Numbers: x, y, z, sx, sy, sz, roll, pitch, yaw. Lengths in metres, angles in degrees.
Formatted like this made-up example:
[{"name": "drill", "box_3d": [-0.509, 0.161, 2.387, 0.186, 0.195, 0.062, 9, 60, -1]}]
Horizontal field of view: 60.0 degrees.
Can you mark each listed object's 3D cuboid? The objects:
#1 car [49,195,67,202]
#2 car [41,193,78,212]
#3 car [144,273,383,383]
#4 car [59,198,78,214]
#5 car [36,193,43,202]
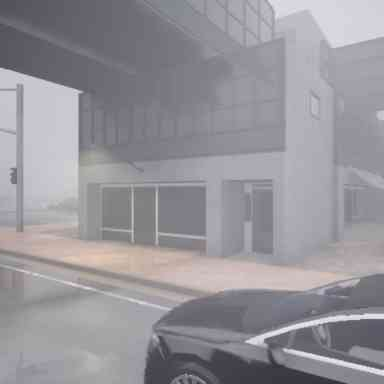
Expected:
[{"name": "car", "box_3d": [-28.893, 1.361, 71.754, 3.905, 1.438, 1.784, 0, 0, 35]}, {"name": "car", "box_3d": [-14.123, 1.350, 37.640, 2.097, 1.767, 4.553, 0, 0, 37]}, {"name": "car", "box_3d": [1.743, 1.491, 2.750, 4.902, 1.511, 2.128, 0, 0, 36]}, {"name": "car", "box_3d": [-11.262, 1.600, 35.624, 1.895, 1.301, 4.718, 0, 0, 37]}, {"name": "car", "box_3d": [-30.620, 1.151, 69.428, 4.605, 1.855, 1.932, 0, 0, 35]}]
